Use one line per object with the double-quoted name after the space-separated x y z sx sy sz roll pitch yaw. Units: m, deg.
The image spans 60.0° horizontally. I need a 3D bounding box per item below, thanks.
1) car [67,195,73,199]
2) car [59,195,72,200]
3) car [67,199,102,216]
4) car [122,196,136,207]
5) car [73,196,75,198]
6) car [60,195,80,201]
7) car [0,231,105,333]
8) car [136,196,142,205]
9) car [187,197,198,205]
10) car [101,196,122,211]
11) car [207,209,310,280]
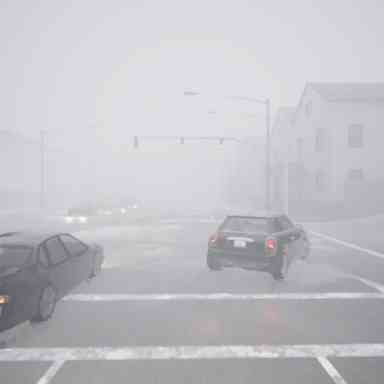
-31.678 1.562 78.615 2.038 1.542 4.974 0 0 44 "car"
-31.721 1.411 83.265 1.853 1.218 4.536 0 0 -36 "car"
-10.603 1.609 32.612 1.994 1.385 4.181 0 0 0 "car"
-10.566 1.563 51.337 2.128 1.511 4.902 0 0 0 "car"
-31.689 1.568 83.224 2.038 1.542 4.974 0 0 -36 "car"
-32.480 1.576 88.590 2.038 1.542 4.974 0 0 29 "car"
-3.404 1.558 7.144 2.033 1.411 5.357 0 0 0 "car"
-10.507 1.577 61.609 2.128 1.511 4.902 0 0 0 "car"
0.089 1.607 59.032 1.812 1.442 4.674 0 0 0 "car"
-10.597 1.409 41.268 2.097 1.767 4.553 0 0 0 "car"
2.269 1.374 10.482 2.097 1.767 4.553 1 0 29 "car"
